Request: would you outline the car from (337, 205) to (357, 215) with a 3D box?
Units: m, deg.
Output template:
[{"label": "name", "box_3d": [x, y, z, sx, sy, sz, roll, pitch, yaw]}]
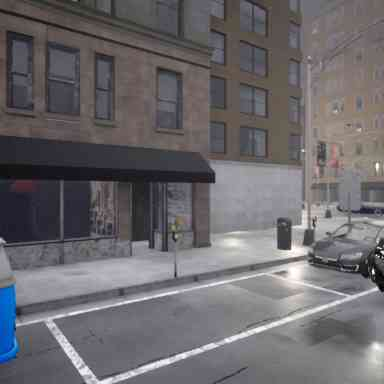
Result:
[{"label": "car", "box_3d": [16.193, 1.529, 31.028, 1.895, 1.301, 4.718, 0, 0, -36]}]

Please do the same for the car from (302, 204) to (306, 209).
[{"label": "car", "box_3d": [10.514, 1.430, 38.895, 2.033, 1.411, 5.357, 0, 0, -36]}]

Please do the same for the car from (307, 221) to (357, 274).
[{"label": "car", "box_3d": [5.252, 1.550, 9.951, 4.403, 1.369, 2.008, 0, 0, -36]}]

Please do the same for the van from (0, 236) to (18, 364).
[{"label": "van", "box_3d": [-3.958, 1.341, 3.364, 3.998, 1.788, 1.690, 0, 0, -36]}]

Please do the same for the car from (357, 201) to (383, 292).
[{"label": "car", "box_3d": [6.356, 1.221, 7.636, 5.566, 2.045, 2.150, 0, 0, -36]}]
